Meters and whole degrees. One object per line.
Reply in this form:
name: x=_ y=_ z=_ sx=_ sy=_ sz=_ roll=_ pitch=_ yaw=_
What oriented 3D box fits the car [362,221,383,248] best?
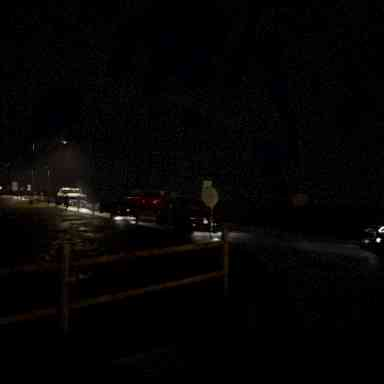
car: x=9.293 y=1.507 z=13.017 sx=4.553 sy=1.767 sz=2.097 roll=2 pitch=-1 yaw=12

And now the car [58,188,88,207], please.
car: x=-13.661 y=0.604 z=37.943 sx=2.150 sy=2.045 sz=5.566 roll=2 pitch=0 yaw=-36

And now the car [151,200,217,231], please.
car: x=-0.371 y=1.379 z=19.334 sx=1.994 sy=1.385 sz=4.181 roll=2 pitch=0 yaw=-34

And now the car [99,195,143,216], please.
car: x=-6.098 y=1.182 z=27.325 sx=1.994 sy=1.385 sz=4.181 roll=2 pitch=0 yaw=-36

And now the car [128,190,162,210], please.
car: x=-4.699 y=0.885 z=30.279 sx=2.150 sy=2.045 sz=5.566 roll=2 pitch=0 yaw=-36
